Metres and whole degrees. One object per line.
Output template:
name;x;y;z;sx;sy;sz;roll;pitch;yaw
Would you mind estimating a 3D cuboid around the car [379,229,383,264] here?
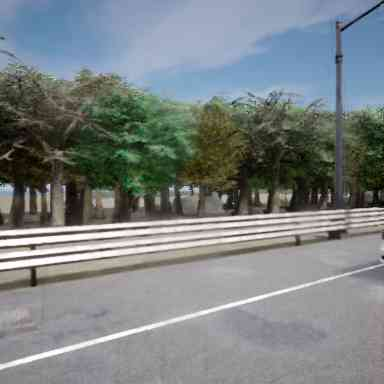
car;7.285;1.201;8.990;5.566;2.045;2.150;0;0;-35
